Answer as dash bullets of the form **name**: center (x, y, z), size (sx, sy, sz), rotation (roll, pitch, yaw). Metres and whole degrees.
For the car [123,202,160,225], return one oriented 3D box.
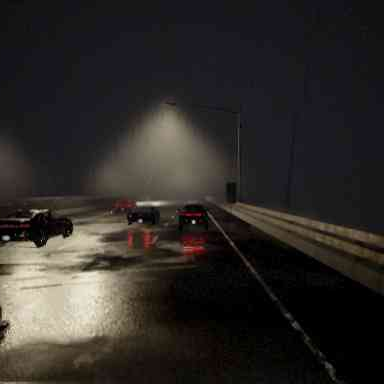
- **car**: center (-3.405, 1.606, 24.139), size (1.895, 1.301, 4.718), rotation (0, 0, 0)

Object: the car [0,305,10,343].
- **car**: center (-3.401, 1.548, 2.033), size (2.033, 1.411, 5.357), rotation (0, 0, 0)

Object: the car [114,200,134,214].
- **car**: center (-6.907, 1.533, 35.382), size (1.812, 1.442, 4.674), rotation (0, 0, 0)

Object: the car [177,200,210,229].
- **car**: center (0.096, 1.508, 21.845), size (1.837, 1.490, 4.892), rotation (0, 0, 0)

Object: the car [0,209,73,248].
- **car**: center (-6.904, 1.495, 14.801), size (2.128, 1.511, 4.902), rotation (0, 0, 0)
